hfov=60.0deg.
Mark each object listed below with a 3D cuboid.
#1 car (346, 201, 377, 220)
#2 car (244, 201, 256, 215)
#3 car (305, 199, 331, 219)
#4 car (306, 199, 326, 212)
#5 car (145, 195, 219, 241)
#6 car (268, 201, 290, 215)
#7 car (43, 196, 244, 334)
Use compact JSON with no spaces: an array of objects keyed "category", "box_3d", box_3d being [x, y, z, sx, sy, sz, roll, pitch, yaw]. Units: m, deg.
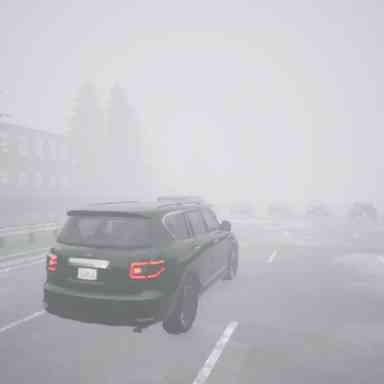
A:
[{"category":"car","box_3d":[14.463,1.504,28.456,1.837,1.490,4.892,0,0,20]},{"category":"car","box_3d":[5.214,1.564,33.788,1.994,1.385,4.181,0,0,19]},{"category":"car","box_3d":[11.182,1.526,29.685,1.812,1.442,4.674,0,0,20]},{"category":"car","box_3d":[14.647,1.564,39.398,1.994,1.385,4.181,0,0,18]},{"category":"car","box_3d":[-0.294,1.220,18.261,2.150,2.045,5.566,0,0,20]},{"category":"car","box_3d":[8.833,1.601,33.518,1.895,1.301,4.718,0,0,20]},{"category":"car","box_3d":[-0.539,1.221,7.105,2.150,2.045,5.566,0,0,20]}]
